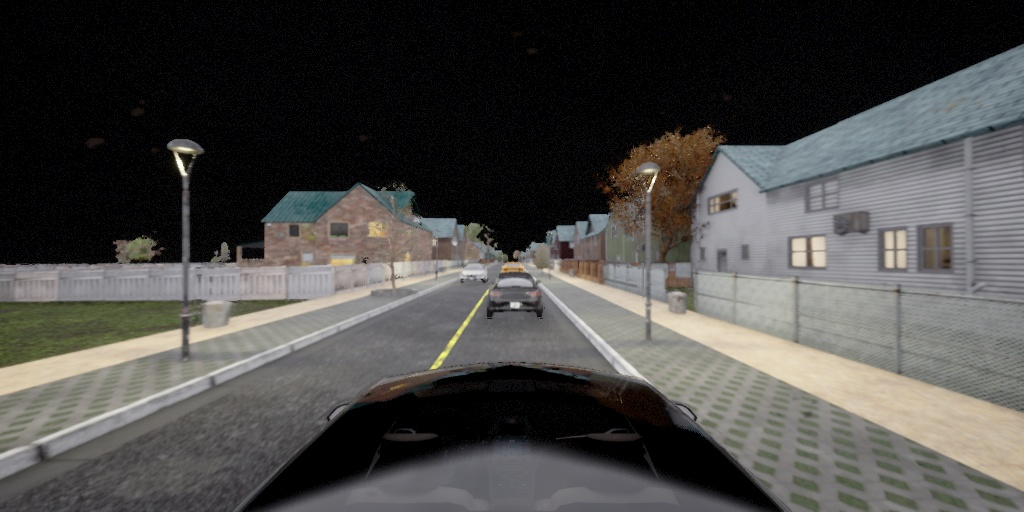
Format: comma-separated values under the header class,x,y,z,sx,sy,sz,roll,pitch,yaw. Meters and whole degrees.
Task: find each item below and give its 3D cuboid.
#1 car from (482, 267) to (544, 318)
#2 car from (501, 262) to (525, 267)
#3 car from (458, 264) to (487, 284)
class,x,y,z,sx,sy,sz,roll,pitch,yaw
car,0.094,1.284,12.878,1.812,1.442,4.674,0,0,0
car,0.088,1.277,31.245,1.882,1.535,5.008,0,0,0
car,-2.842,1.315,27.585,1.812,1.442,4.674,0,0,0
